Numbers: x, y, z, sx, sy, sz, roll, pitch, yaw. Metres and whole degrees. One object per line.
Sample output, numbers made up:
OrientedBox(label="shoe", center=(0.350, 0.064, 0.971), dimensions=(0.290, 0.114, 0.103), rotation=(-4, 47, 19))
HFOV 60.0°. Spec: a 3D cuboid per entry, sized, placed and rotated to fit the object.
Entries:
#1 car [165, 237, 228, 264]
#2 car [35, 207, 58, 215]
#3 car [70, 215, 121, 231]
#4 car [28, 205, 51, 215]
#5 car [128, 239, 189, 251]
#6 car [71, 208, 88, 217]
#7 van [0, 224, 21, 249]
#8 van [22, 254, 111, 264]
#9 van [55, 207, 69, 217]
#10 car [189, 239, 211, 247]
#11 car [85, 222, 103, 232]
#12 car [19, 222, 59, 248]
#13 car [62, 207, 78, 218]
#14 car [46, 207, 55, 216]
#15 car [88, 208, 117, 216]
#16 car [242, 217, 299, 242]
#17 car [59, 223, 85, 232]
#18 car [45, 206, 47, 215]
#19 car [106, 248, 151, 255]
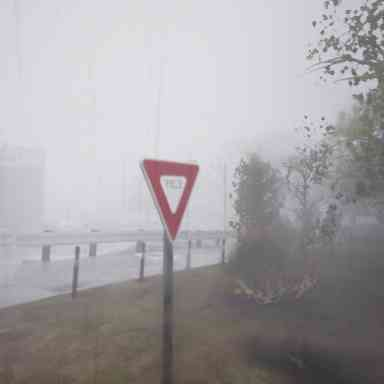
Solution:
OrientedBox(label="car", center=(0.408, 4.720, 27.329), dimensions=(4.792, 1.488, 2.163), rotation=(1, 1, 17))
OrientedBox(label="car", center=(-32.068, 4.190, 73.317), dimensions=(2.002, 1.452, 4.674), rotation=(0, 1, 19))
OrientedBox(label="car", center=(-11.279, 4.266, 40.021), dimensions=(5.566, 2.045, 2.435), rotation=(0, 0, 17))
OrientedBox(label="car", center=(-34.391, 3.996, 75.227), dimensions=(2.185, 1.767, 4.553), rotation=(1, 1, 19))
OrientedBox(label="car", center=(-3.300, 4.439, 22.505), dimensions=(5.566, 2.045, 2.435), rotation=(1, 1, 17))
OrientedBox(label="car", center=(-20.292, 4.292, 64.097), dimensions=(1.946, 1.575, 5.366), rotation=(0, 1, 19))
OrientedBox(label="van", center=(-18.527, 4.294, 30.632), dimensions=(4.442, 1.987, 1.878), rotation=(0, 0, 17))
OrientedBox(label="van", center=(-6.818, 4.468, 17.666), dimensions=(4.442, 1.987, 1.878), rotation=(1, 1, 17))
OrientedBox(label="van", center=(-25.074, 4.015, 67.559), dimensions=(1.878, 1.987, 4.442), rotation=(1, 1, 19))
OrientedBox(label="car", center=(-1.416, 4.440, 24.917), dimensions=(5.566, 2.045, 2.435), rotation=(1, 1, 17))
OrientedBox(label="car", center=(-13.014, 4.547, 37.676), dimensions=(4.792, 1.488, 2.163), rotation=(0, 0, 17))
OrientedBox(label="car", center=(-16.596, 4.267, 32.954), dimensions=(5.566, 2.045, 2.435), rotation=(0, 0, 17))
OrientedBox(label="car", center=(-22.702, 4.308, 65.794), dimensions=(2.002, 1.452, 4.674), rotation=(0, 1, 19))
OrientedBox(label="car", center=(-27.377, 4.209, 69.558), dimensions=(2.097, 1.535, 5.008), rotation=(1, 1, 19))
OrientedBox(label="car", center=(-15.653, 4.106, 60.139), dimensions=(2.435, 2.045, 5.566), rotation=(1, 1, 19))
OrientedBox(label="car", center=(5.165, 2.488, 21.940), dimensions=(2.150, 2.045, 5.566), rotation=(1, -4, 38))
OrientedBox(label="car", center=(-14.804, 4.267, 35.309), dimensions=(5.566, 2.045, 2.435), rotation=(0, 0, 17))
OrientedBox(label="car", center=(-29.743, 4.054, 71.405), dimensions=(2.185, 1.767, 4.553), rotation=(0, 1, 19))
OrientedBox(label="car", center=(-5.074, 4.567, 20.088), dimensions=(4.553, 1.767, 2.185), rotation=(1, 1, 17))
